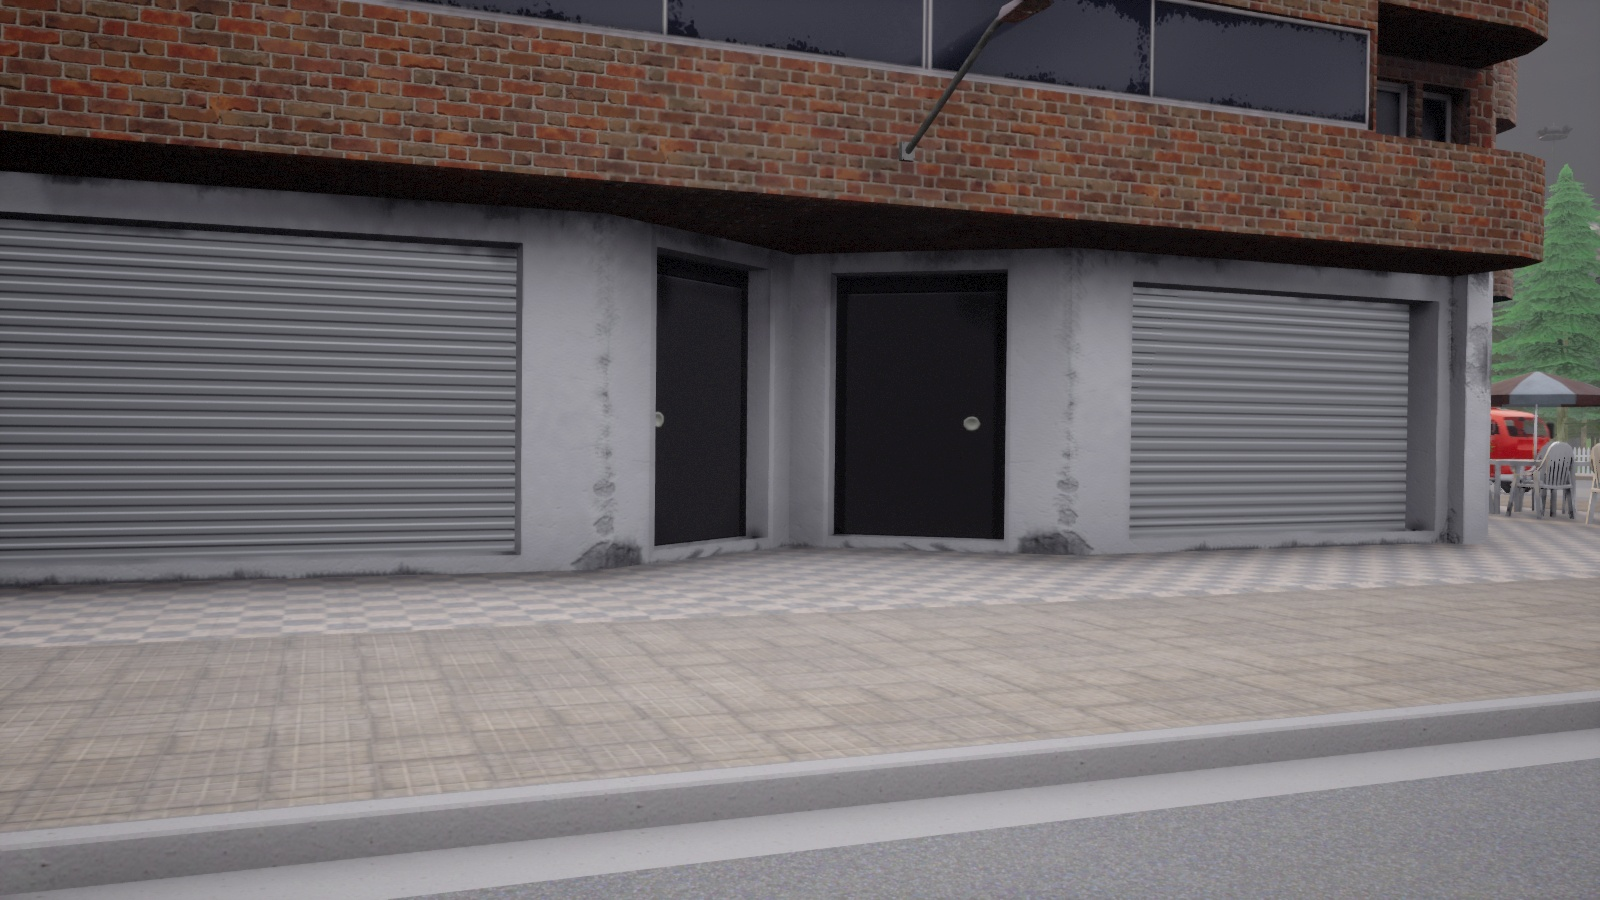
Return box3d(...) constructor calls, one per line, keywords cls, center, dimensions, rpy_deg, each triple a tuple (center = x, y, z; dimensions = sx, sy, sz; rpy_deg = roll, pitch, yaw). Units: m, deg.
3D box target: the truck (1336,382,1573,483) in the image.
box3d(cls="truck", center=(17.427, -0.482, 33.793), dimensions=(2.627, 2.467, 5.204), rpy_deg=(-1, 1, -22))
